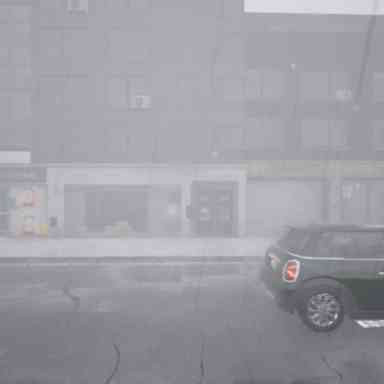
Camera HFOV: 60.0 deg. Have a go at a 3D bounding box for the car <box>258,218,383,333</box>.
[{"bbox_3d":[3.677,1.387,6.408,4.553,1.767,2.097,0,0,-2],"label":"car"}]
